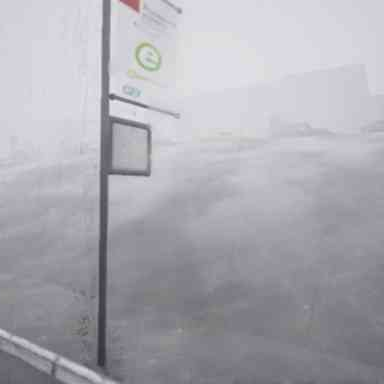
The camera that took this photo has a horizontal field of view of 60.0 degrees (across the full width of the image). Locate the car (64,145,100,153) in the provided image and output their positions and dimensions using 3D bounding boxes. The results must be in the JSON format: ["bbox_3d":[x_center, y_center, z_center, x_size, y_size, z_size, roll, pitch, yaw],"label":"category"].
[{"bbox_3d":[-11.168,-4.117,34.233,4.892,1.521,2.231,1,1,34],"label":"car"}]

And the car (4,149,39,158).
[{"bbox_3d":[-20.209,-4.385,40.390,4.553,1.767,2.185,1,1,34],"label":"car"}]

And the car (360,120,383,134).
[{"bbox_3d":[12.504,-3.574,19.559,4.792,1.488,2.163,1,1,29],"label":"car"}]

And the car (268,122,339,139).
[{"bbox_3d":[7.512,-3.840,22.359,4.553,1.767,2.185,1,1,31],"label":"car"}]

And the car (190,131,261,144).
[{"bbox_3d":[2.758,-3.822,25.175,5.008,1.535,2.097,1,1,32],"label":"car"}]

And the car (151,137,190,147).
[{"bbox_3d":[-1.954,-3.890,28.104,4.674,1.452,2.002,1,1,33],"label":"car"}]

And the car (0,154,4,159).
[{"bbox_3d":[-24.750,-4.290,43.484,4.674,1.452,2.002,1,1,34],"label":"car"}]
